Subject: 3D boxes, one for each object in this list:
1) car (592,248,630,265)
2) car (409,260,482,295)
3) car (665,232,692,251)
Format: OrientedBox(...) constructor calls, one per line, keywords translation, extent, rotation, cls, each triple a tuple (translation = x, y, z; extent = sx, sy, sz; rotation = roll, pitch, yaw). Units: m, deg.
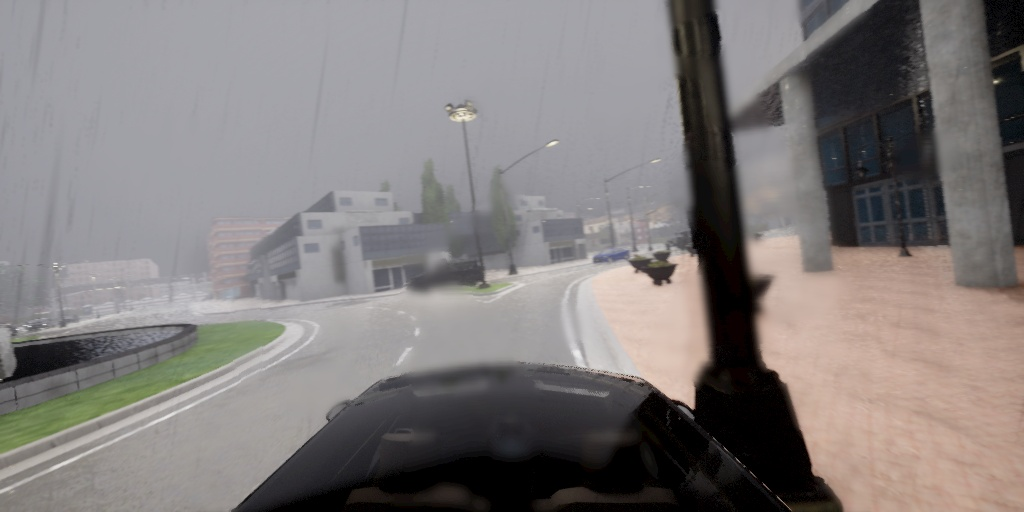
OrientedBox(translation=(10.259, -0.070, 37.100), extent=(5.008, 1.535, 1.882), rotation=(-7, 0, -41), cls="car")
OrientedBox(translation=(-4.913, 1.584, 26.880), extent=(5.566, 2.045, 2.150), rotation=(-7, 1, -21), cls="car")
OrientedBox(translation=(22.544, -2.067, 48.029), extent=(5.566, 2.045, 2.150), rotation=(-7, 0, -42), cls="car")
